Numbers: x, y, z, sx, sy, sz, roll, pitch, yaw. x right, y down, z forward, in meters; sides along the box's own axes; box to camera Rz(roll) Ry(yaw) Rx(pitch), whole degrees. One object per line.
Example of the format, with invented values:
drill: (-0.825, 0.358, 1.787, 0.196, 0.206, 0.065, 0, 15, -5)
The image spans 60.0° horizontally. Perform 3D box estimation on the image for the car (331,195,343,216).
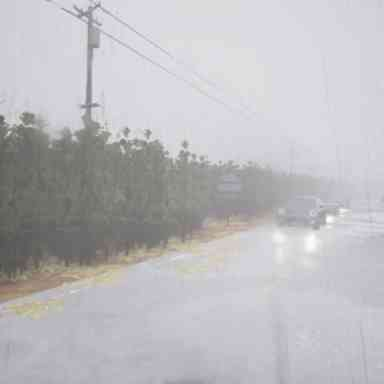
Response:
car: (11.060, 1.159, 27.615, 1.994, 1.385, 4.181, 2, 2, 28)

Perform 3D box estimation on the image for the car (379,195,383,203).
car: (30.634, 1.032, 51.820, 1.812, 1.442, 4.674, 3, 2, 37)

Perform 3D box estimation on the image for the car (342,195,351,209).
car: (16.418, 1.066, 37.041, 1.994, 1.385, 4.181, 2, 2, 31)

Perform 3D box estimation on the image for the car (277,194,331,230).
car: (6.340, 1.039, 18.875, 2.097, 1.767, 4.553, 2, 2, 29)
